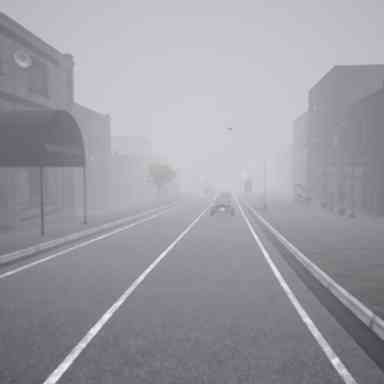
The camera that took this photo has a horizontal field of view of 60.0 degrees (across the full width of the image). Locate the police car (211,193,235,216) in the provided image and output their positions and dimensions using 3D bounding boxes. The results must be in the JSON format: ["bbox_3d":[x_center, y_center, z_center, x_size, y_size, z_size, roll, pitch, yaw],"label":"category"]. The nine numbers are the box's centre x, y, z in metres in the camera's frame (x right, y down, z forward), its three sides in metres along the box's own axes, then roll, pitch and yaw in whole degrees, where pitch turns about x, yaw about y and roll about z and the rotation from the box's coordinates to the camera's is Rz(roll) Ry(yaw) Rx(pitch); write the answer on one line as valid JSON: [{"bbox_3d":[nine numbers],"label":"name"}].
[{"bbox_3d":[2.675,1.152,28.619,2.038,1.542,4.974,1,1,7],"label":"police car"}]

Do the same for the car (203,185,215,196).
[{"bbox_3d":[3.481,-0.359,68.407,2.150,2.045,5.566,1,2,6],"label":"car"}]

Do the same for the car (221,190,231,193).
[{"bbox_3d":[5.913,0.321,58.483,2.163,1.488,4.792,1,2,6],"label":"car"}]
